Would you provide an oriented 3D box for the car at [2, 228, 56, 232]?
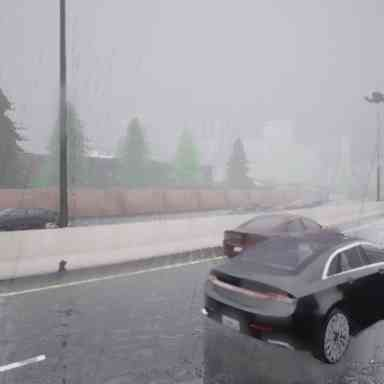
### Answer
[{"bbox_3d":[-9.747,1.544,18.698,5.008,1.535,1.882,0,0,-37],"label":"car"}]

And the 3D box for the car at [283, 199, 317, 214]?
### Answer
[{"bbox_3d":[11.515,1.473,35.303,1.812,1.442,4.674,0,0,41],"label":"car"}]

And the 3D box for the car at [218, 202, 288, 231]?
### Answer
[{"bbox_3d":[4.095,1.478,21.793,2.128,1.511,4.902,0,0,44],"label":"car"}]

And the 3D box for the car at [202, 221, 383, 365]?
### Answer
[{"bbox_3d":[2.394,1.482,5.873,4.902,1.511,2.128,0,0,-39],"label":"car"}]

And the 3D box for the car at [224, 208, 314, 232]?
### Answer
[{"bbox_3d":[3.173,1.465,11.059,5.008,1.535,1.882,-1,0,-41],"label":"car"}]
